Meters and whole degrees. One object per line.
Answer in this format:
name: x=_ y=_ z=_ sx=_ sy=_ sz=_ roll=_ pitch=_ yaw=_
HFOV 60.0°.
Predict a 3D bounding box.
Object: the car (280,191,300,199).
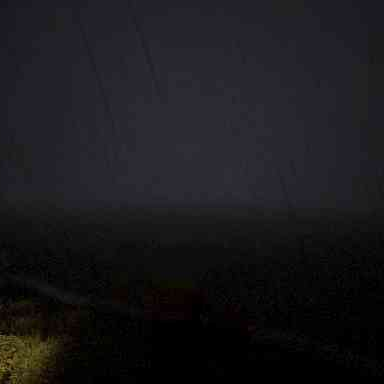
car: x=23.089 y=0.875 z=78.373 sx=4.611 sy=1.667 sz=2.242 roll=1 pitch=1 yaw=33
